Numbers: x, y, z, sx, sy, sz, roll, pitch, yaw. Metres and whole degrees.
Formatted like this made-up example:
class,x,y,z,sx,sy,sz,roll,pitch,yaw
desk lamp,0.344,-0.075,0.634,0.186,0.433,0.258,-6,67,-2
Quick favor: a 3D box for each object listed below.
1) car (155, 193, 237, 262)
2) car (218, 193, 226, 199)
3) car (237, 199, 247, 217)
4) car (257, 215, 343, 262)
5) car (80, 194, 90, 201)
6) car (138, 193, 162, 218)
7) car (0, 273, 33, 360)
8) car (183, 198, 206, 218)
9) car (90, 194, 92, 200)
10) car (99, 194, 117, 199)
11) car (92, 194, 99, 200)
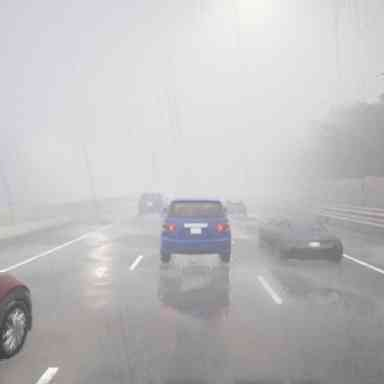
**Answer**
class,x,y,z,sx,sy,sz,roll,pitch,yaw
car,0.121,1.162,11.980,2.150,2.045,5.566,0,0,0
car,7.665,0.953,85.717,1.882,1.535,5.008,0,0,2
car,3.706,1.348,29.677,2.128,1.511,4.902,0,0,0
car,3.622,1.506,11.829,1.994,1.385,4.181,0,0,0
car,-23.267,1.155,73.620,2.128,1.511,4.902,0,0,-2
car,-3.300,1.081,28.866,2.150,2.045,5.566,0,0,0
car,-3.396,1.336,3.052,2.097,1.767,4.553,0,0,0
car,0.206,1.360,29.749,1.837,1.490,4.892,0,0,0
car,-20.405,1.161,74.408,2.033,1.411,5.357,0,0,1
car,-13.704,1.333,56.184,1.895,1.301,4.718,0,0,1
car,-17.058,1.239,64.269,2.033,1.411,5.357,0,0,1
